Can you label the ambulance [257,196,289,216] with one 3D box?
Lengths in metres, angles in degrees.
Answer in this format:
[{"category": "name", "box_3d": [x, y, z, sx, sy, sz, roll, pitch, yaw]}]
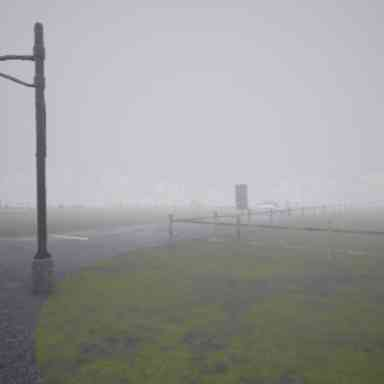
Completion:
[{"category": "ambulance", "box_3d": [10.722, 1.826, 44.021, 2.351, 2.431, 6.366, -2, -2, 36]}]
